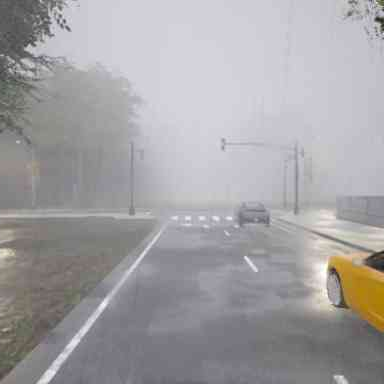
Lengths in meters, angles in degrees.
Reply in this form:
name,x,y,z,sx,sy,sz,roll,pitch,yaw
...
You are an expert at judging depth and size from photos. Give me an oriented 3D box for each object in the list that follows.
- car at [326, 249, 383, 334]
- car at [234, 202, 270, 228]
name,x,y,z,sx,sy,sz,roll,pitch,yaw
car,3.618,1.457,4.713,1.882,1.535,5.008,0,1,0
car,3.794,1.377,21.459,2.128,1.511,4.902,0,0,3
